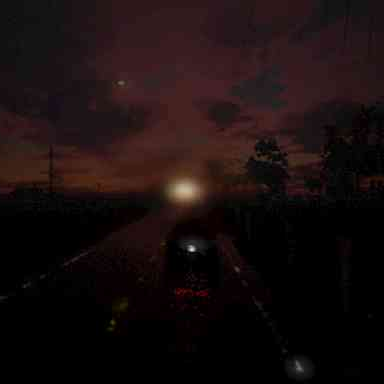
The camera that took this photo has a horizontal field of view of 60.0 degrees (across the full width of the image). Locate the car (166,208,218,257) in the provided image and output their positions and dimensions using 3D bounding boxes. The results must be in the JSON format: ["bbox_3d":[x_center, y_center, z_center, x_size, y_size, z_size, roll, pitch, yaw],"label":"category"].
[{"bbox_3d":[0.017,1.649,13.500,1.837,1.490,4.892,0,0,0],"label":"car"}]

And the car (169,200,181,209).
[{"bbox_3d":[-2.772,2.171,57.159,1.812,1.442,4.674,0,-1,1],"label":"car"}]

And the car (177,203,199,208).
[{"bbox_3d":[0.018,1.874,28.496,1.994,1.385,4.181,0,-1,0],"label":"car"}]
